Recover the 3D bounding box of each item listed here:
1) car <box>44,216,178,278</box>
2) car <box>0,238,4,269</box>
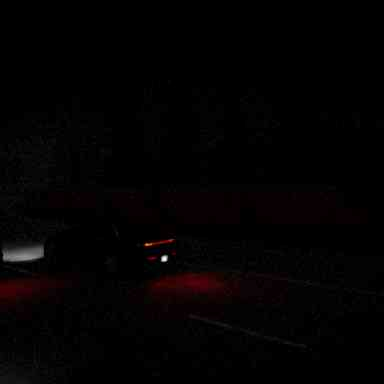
[{"bbox_3d":[-2.675,1.517,10.289,4.892,1.490,1.837,0,0,37],"label":"car"},{"bbox_3d":[-7.132,1.483,9.319,5.008,1.535,1.882,0,0,38],"label":"car"}]
